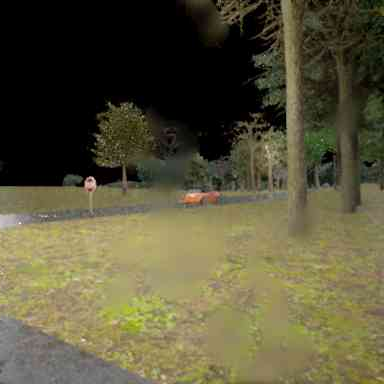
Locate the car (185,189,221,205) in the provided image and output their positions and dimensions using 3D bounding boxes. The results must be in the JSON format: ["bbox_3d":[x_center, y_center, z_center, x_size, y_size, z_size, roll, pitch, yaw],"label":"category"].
[{"bbox_3d":[1.250,0.426,35.295,2.097,1.767,4.553,-2,0,35],"label":"car"}]

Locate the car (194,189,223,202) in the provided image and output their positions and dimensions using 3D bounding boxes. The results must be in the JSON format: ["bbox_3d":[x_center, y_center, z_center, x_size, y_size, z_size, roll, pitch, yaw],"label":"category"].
[{"bbox_3d":[2.502,0.485,49.399,1.882,1.535,5.008,-2,2,35],"label":"car"}]
